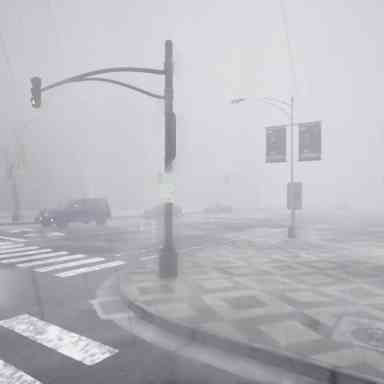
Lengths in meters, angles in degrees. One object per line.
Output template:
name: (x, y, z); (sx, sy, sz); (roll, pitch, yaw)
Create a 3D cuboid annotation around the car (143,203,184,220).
car: (-2.738, 1.890, 32.633); (1.837, 1.490, 4.892); (0, -1, 36)

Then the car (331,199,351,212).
car: (24.580, 2.381, 54.078); (2.128, 1.511, 4.902); (0, -1, 35)

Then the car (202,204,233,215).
car: (3.190, 2.135, 41.014); (1.895, 1.301, 4.718); (0, -1, 35)

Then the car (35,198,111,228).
car: (-8.512, 1.461, 24.466); (2.150, 2.045, 5.566); (0, -1, 35)
